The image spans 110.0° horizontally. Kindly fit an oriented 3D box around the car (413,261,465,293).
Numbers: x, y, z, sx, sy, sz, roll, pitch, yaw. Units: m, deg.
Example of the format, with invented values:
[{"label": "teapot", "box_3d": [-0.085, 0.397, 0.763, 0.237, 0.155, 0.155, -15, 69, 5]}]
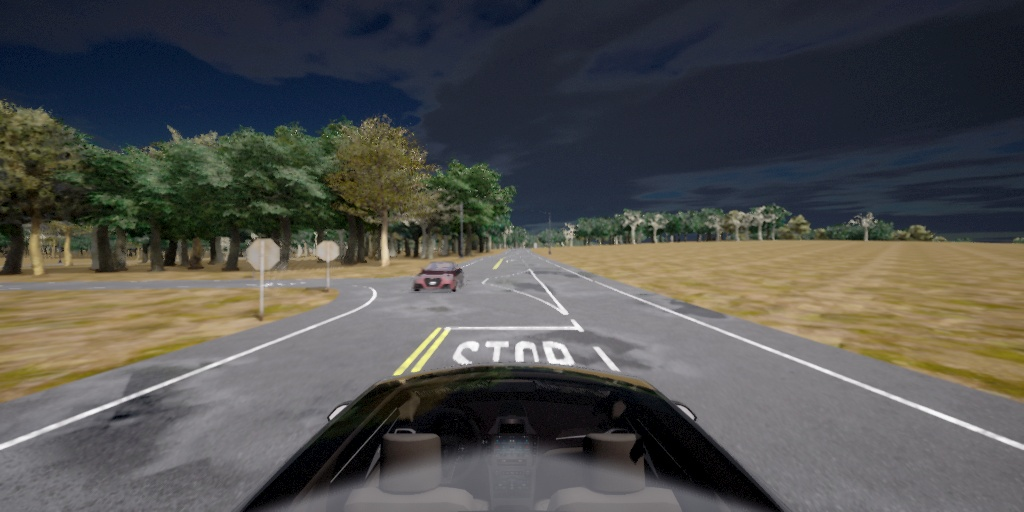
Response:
[{"label": "car", "box_3d": [-3.501, 0.962, 17.852, 1.994, 1.385, 4.181, 0, 1, 0]}]
